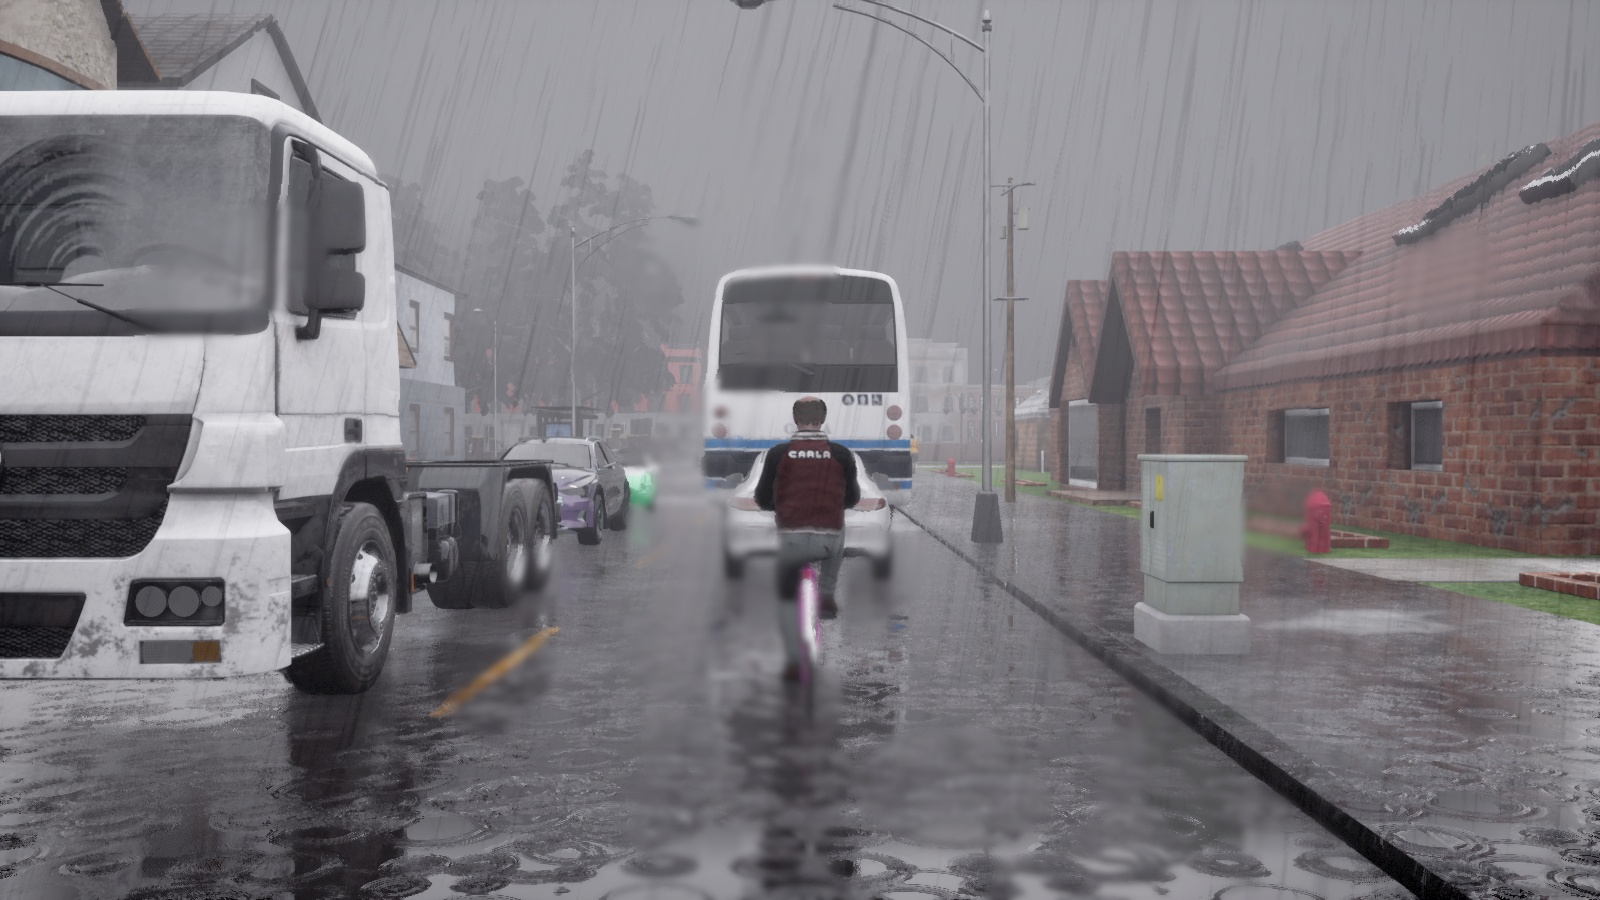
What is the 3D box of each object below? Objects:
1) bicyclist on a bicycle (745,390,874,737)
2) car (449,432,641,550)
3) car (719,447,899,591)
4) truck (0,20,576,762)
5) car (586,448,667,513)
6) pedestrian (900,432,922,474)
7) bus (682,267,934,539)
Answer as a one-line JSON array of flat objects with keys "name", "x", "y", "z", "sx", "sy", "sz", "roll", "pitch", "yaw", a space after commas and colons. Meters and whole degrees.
[{"name": "bicyclist on a bicycle", "x": 0.056, "y": 0.576, "z": 7.361, "sx": 0.659, "sy": 1.776, "sz": 1.843, "roll": 0, "pitch": 0, "yaw": 0}, {"name": "car", "x": -3.874, "y": 0.560, "z": 19.979, "sx": 2.033, "sy": 1.649, "sz": 4.856, "roll": 0, "pitch": 0, "yaw": 0}, {"name": "car", "x": 0.098, "y": 0.688, "z": 14.979, "sx": 1.812, "sy": 1.442, "sz": 4.674, "roll": 0, "pitch": 0, "yaw": 0}, {"name": "truck", "x": -3.927, "y": -0.294, "z": 9.836, "sx": 2.891, "sy": 3.462, "sz": 7.936, "roll": 0, "pitch": 0, "yaw": 0}, {"name": "car", "x": -3.830, "y": 0.642, "z": 27.925, "sx": 1.481, "sy": 1.376, "sz": 2.207, "roll": 0, "pitch": 0, "yaw": 0}, {"name": "pedestrian", "x": 5.002, "y": 0.140, "z": 56.517, "sx": 0.874, "sy": 1.855, "sz": 0.900, "roll": 0, "pitch": 0, "yaw": -2}, {"name": "bus", "x": 0.161, "y": -0.770, "z": 24.805, "sx": 3.944, "sy": 4.253, "sz": 10.273, "roll": 0, "pitch": 0, "yaw": 0}]
